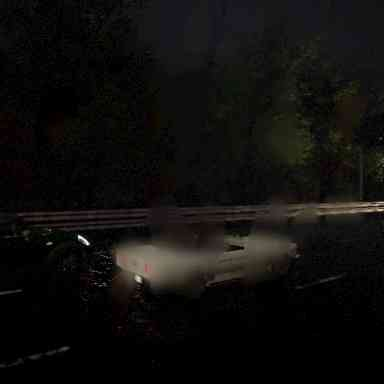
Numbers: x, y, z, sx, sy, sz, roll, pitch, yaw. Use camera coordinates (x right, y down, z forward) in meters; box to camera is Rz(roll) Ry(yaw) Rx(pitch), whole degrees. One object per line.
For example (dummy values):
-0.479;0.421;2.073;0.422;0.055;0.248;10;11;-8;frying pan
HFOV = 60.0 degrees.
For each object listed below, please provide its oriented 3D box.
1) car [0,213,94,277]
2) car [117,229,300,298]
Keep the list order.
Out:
-5.001;1.341;8.791;4.553;1.767;2.097;0;0;-36;car
0.632;1.605;8.535;4.718;1.301;1.895;0;0;-36;car
